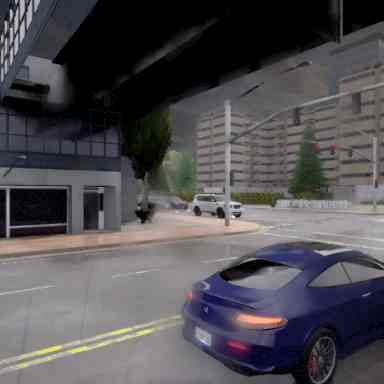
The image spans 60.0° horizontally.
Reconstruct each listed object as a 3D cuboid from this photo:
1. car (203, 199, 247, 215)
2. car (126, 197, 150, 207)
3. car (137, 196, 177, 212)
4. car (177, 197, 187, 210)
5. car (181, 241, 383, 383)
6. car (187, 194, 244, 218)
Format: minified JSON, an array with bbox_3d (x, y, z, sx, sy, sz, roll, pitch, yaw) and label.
[{"bbox_3d":[3.326,1.505,34.637,1.837,1.490,4.892,0,0,-36],"label":"car"},{"bbox_3d":[-8.345,1.564,50.837,1.994,1.385,4.181,0,0,-36],"label":"car"},{"bbox_3d":[-4.237,1.492,39.134,2.128,1.511,4.902,0,0,-36],"label":"car"},{"bbox_3d":[-2.400,1.352,42.574,2.097,1.767,4.553,0,0,-36],"label":"car"},{"bbox_3d":[2.014,1.526,5.234,4.674,1.442,1.812,0,0,-35],"label":"car"},{"bbox_3d":[2.219,1.222,30.196,2.150,2.045,5.566,0,0,-36],"label":"car"}]
